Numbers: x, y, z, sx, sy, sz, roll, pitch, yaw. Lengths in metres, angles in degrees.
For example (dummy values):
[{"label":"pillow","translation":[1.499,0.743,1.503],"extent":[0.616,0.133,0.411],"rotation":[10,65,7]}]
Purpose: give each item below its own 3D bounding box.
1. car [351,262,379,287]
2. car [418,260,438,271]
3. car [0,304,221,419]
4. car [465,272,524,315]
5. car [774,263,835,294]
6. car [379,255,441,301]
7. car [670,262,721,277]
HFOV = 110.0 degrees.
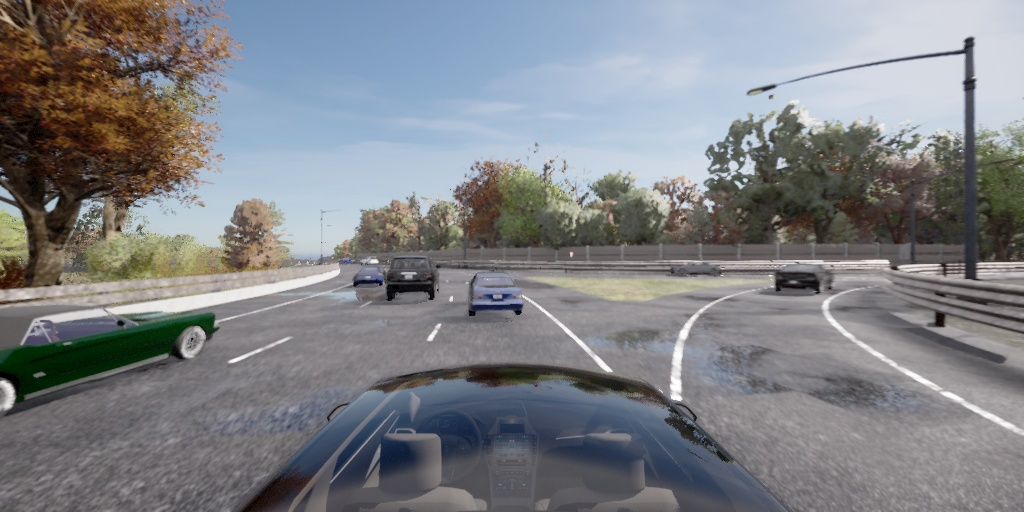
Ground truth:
[{"label":"car","translation":[-9.932,1.367,25.456],"extent":[1.994,1.385,4.181],"rotation":[0,0,-14]},{"label":"car","translation":[-12.263,1.318,52.226],"extent":[1.837,1.490,4.892],"rotation":[0,0,-26]},{"label":"car","translation":[-7.076,1.389,5.453],"extent":[1.895,1.301,4.718],"rotation":[0,0,-2]},{"label":"car","translation":[-0.760,1.301,13.579],"extent":[2.033,1.411,5.357],"rotation":[0,0,-7]},{"label":"car","translation":[15.958,1.140,19.503],"extent":[5.008,1.535,1.882],"rotation":[0,0,-40]},{"label":"car","translation":[-4.827,0.997,17.962],"extent":[2.150,2.045,5.566],"rotation":[0,0,-9]},{"label":"car","translation":[16.895,1.222,33.098],"extent":[4.181,1.385,1.994],"rotation":[0,0,13]}]
